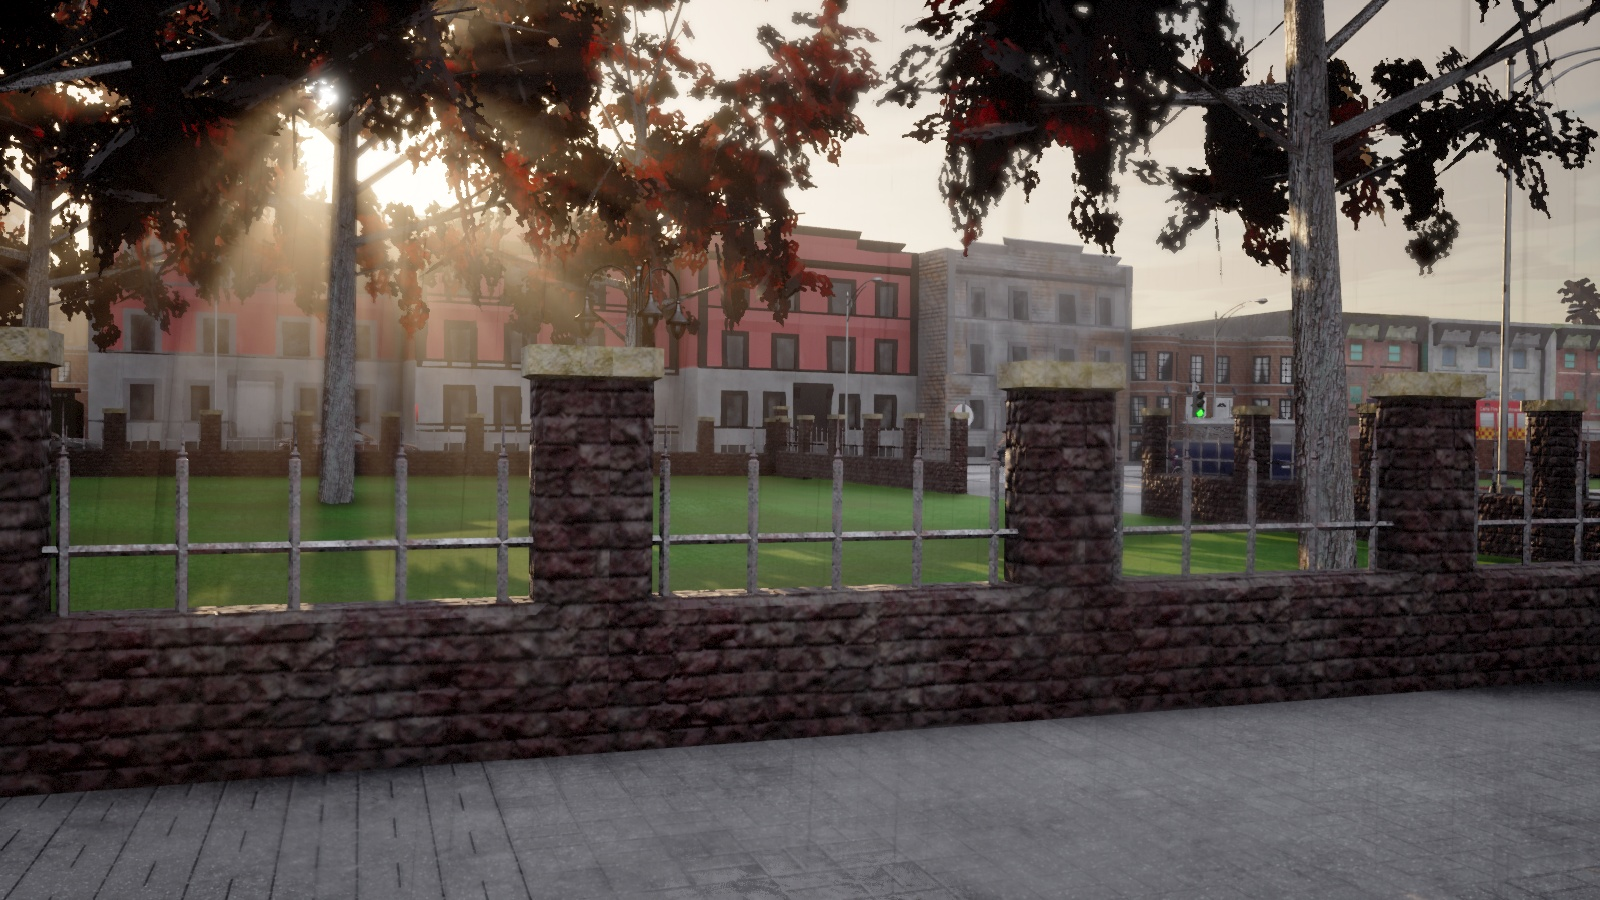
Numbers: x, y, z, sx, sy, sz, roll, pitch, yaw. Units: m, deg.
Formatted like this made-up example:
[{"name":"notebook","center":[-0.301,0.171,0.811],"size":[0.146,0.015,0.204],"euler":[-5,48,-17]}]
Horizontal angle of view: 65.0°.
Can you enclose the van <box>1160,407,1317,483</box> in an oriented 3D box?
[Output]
[{"name":"van","center":[12.225,-0.156,35.325],"size":[1.775,1.987,4.442],"euler":[-1,1,-19]}]

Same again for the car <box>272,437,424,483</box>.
[{"name":"car","center":[-15.118,0.301,42.160],"size":[4.674,1.442,1.812],"euler":[-1,1,-19]}]

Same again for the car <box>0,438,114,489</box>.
[{"name":"car","center":[-24.215,0.432,38.967],"size":[4.892,1.490,1.837],"euler":[-1,1,-19]}]

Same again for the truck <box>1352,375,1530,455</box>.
[{"name":"truck","center":[32.092,-1.736,62.869],"size":[8.468,3.827,2.891],"euler":[-1,1,-19]}]

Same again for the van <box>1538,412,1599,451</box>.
[{"name":"van","center":[41.292,-0.970,66.074],"size":[4.442,1.987,1.775],"euler":[-1,1,-19]}]
